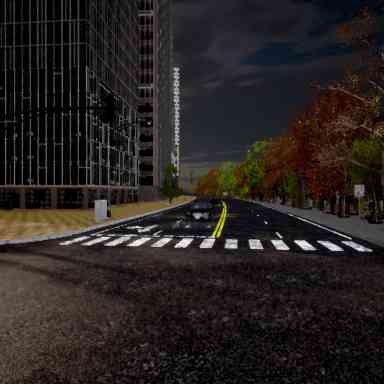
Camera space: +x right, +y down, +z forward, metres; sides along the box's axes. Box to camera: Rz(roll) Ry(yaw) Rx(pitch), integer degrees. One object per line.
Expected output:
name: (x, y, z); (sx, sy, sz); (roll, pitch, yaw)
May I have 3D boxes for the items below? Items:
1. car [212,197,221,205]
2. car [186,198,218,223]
car: (4.238, 1.527, 60.087); (1.994, 1.385, 4.181); (0, 0, 4)
car: (0.670, 1.503, 25.765); (2.128, 1.511, 4.902); (0, 0, 7)
